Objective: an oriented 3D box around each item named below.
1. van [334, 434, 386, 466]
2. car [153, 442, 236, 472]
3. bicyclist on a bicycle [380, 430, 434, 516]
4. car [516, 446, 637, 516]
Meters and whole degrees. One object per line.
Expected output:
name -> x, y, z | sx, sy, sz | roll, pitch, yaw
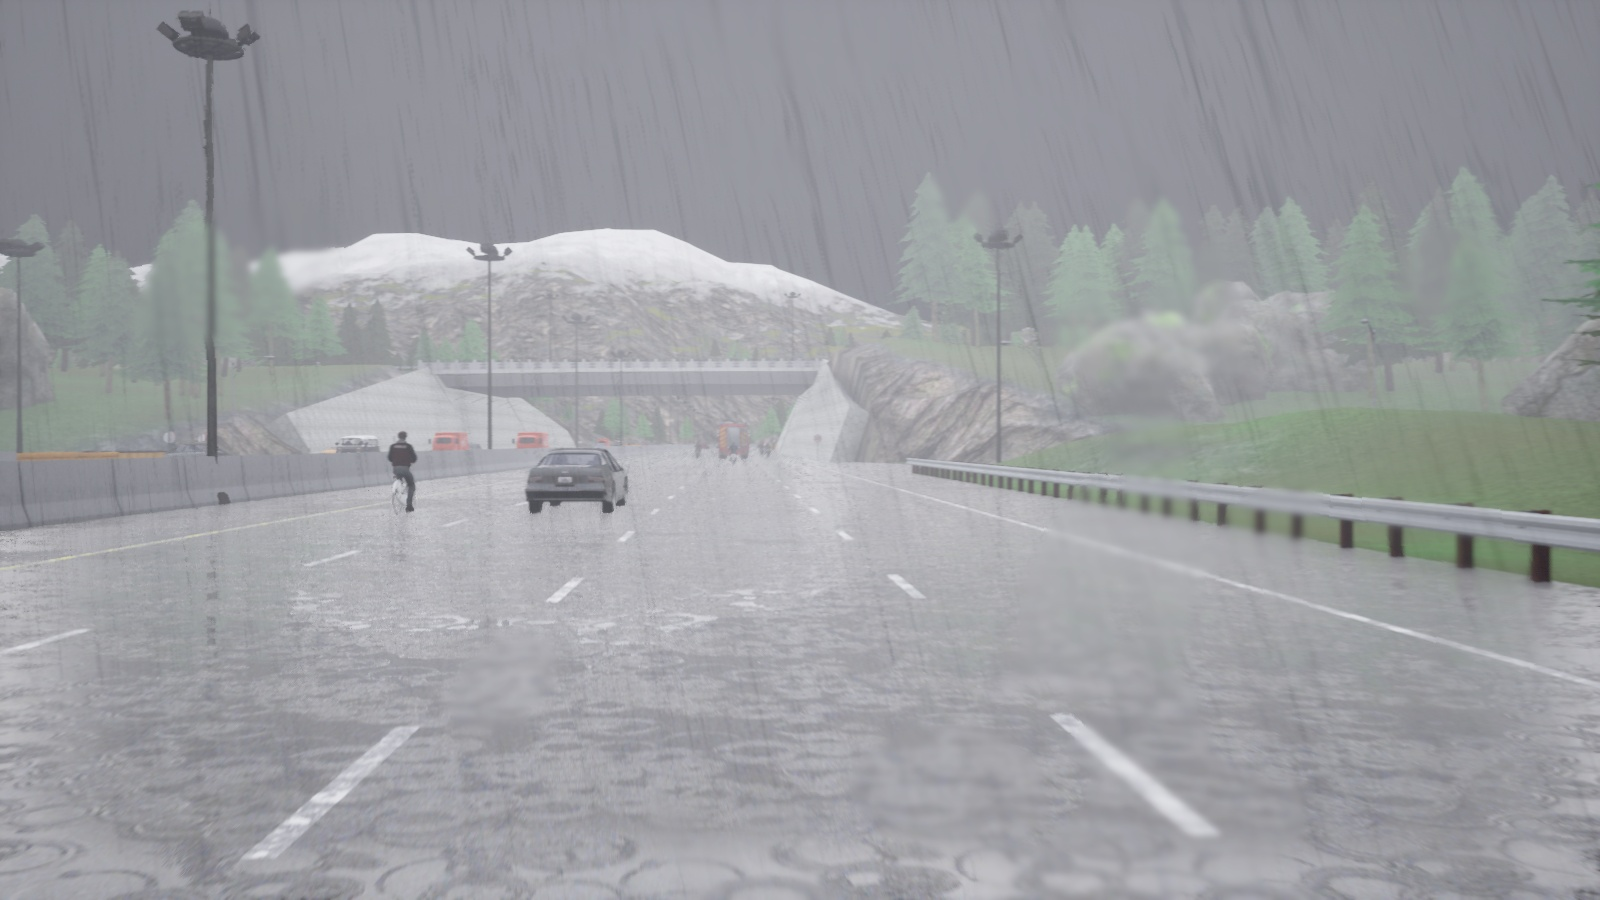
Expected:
van -> -28.704, 0.003, 82.069 | 2.069, 2.038, 4.480 | 0, 0, -3
car -> -31.340, 0.330, 65.145 | 2.128, 1.511, 4.902 | 0, 0, -3
bicyclist on a bicycle -> -8.340, 0.465, 26.698 | 0.659, 1.776, 1.843 | 0, 1, -3
car -> -4.922, 0.633, 28.377 | 2.033, 1.411, 5.357 | 0, 0, -3
